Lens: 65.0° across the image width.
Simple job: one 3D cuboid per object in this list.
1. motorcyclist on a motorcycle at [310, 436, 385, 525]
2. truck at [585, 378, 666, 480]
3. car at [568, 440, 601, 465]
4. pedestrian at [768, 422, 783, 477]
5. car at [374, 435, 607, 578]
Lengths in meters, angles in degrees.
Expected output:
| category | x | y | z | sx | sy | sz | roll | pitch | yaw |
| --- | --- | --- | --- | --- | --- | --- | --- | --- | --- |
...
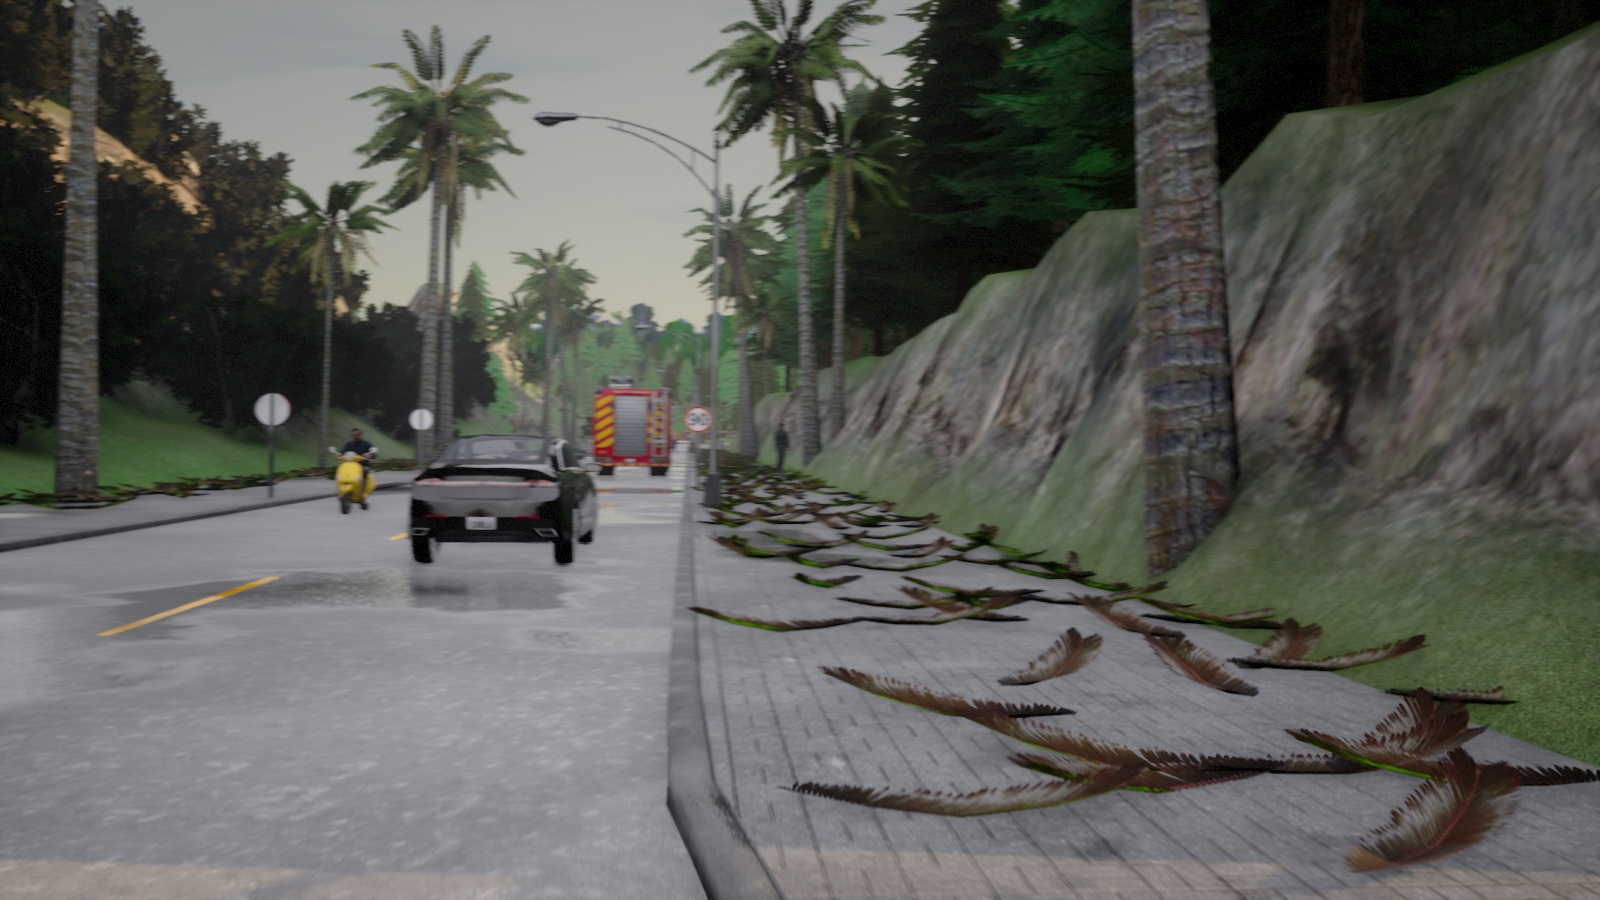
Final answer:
| category | x | y | z | sx | sy | sz | roll | pitch | yaw |
| --- | --- | --- | --- | --- | --- | --- | --- | --- | --- |
| motorcyclist on a motorcycle | -8.383 | 0.534 | 23.348 | 0.866 | 1.590 | 1.817 | 0 | 0 | -5 |
| truck | -7.022 | -0.824 | 51.494 | 2.891 | 3.827 | 8.468 | 0 | 0 | -5 |
| car | -13.723 | 0.114 | 80.064 | 1.789 | 1.549 | 3.705 | 0 | 0 | -5 |
| pedestrian | -0.849 | -0.013 | 42.643 | 0.353 | 1.847 | 0.614 | 0 | 0 | -16 |
| car | -3.662 | 0.576 | 15.808 | 2.128 | 1.511 | 4.902 | 0 | 0 | -5 |
